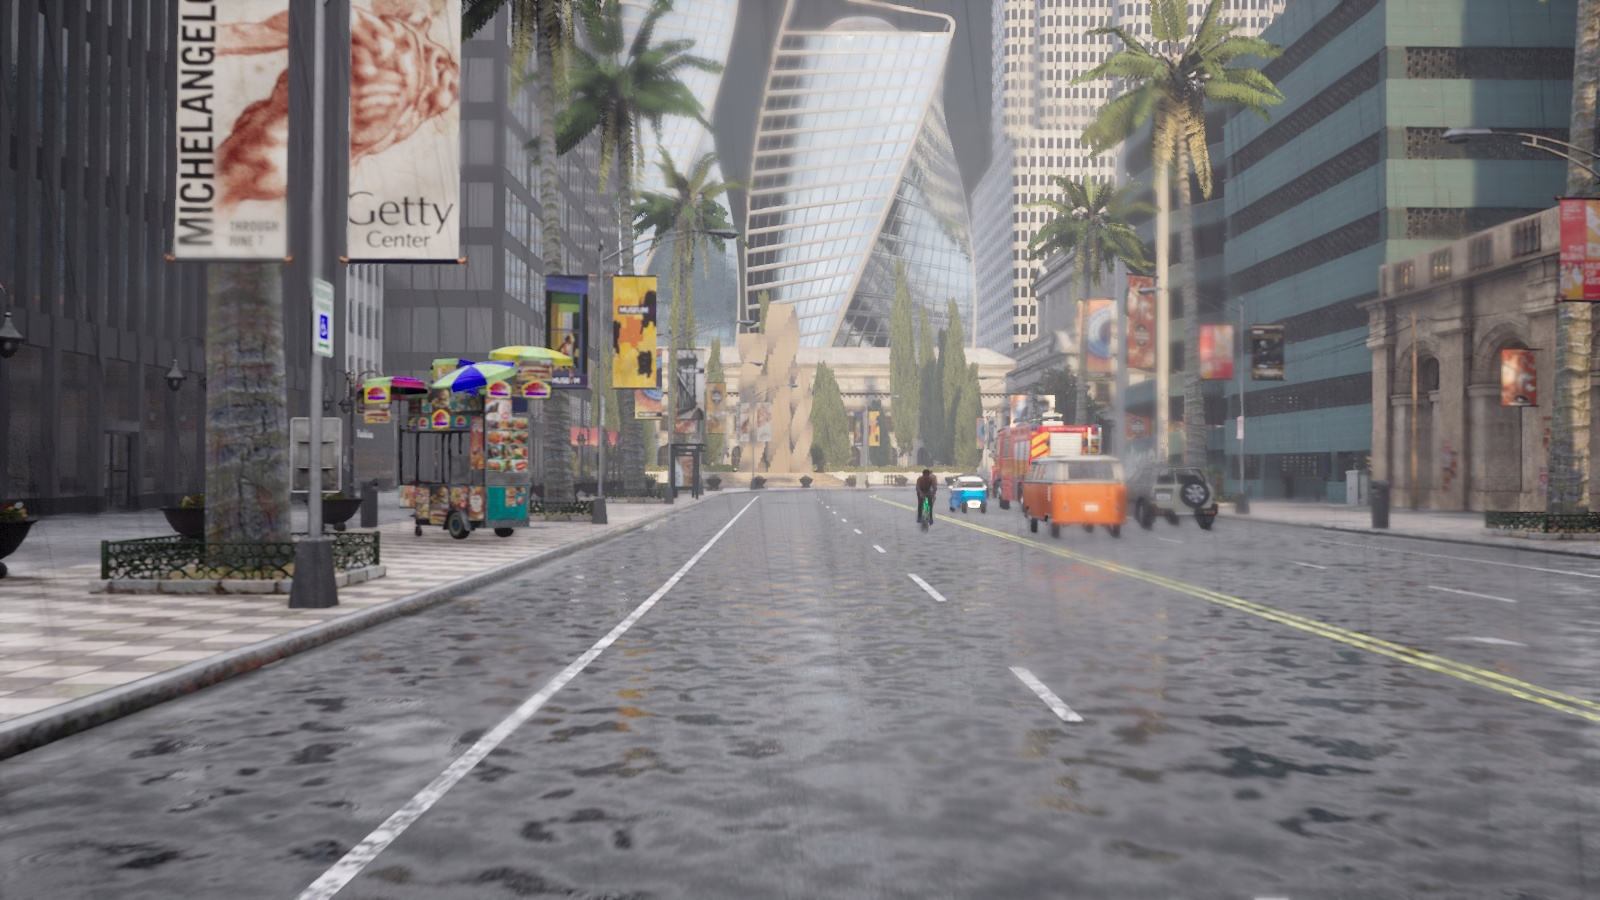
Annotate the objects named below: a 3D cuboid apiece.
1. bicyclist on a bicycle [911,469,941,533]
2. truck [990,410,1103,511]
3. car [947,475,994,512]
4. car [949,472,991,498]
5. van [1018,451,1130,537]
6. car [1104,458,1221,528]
[{"bbox_3d":[3.268,1.300,32.593,0.582,1.620,1.656,0,-1,-1],"label":"bicyclist on a bicycle"},{"bbox_3d":[10.003,0.480,51.990,2.891,3.827,8.468,0,-1,-1],"label":"truck"},{"bbox_3d":[6.553,1.656,48.548,1.481,1.376,2.207,0,-1,-1],"label":"car"},{"bbox_3d":[9.744,1.998,72.211,1.816,1.474,4.193,0,-1,-1],"label":"car"},{"bbox_3d":[6.781,1.068,31.497,1.775,1.987,4.442,0,-1,-1],"label":"van"},{"bbox_3d":[10.224,1.190,35.798,1.932,1.855,4.605,0,-1,-1],"label":"car"}]
